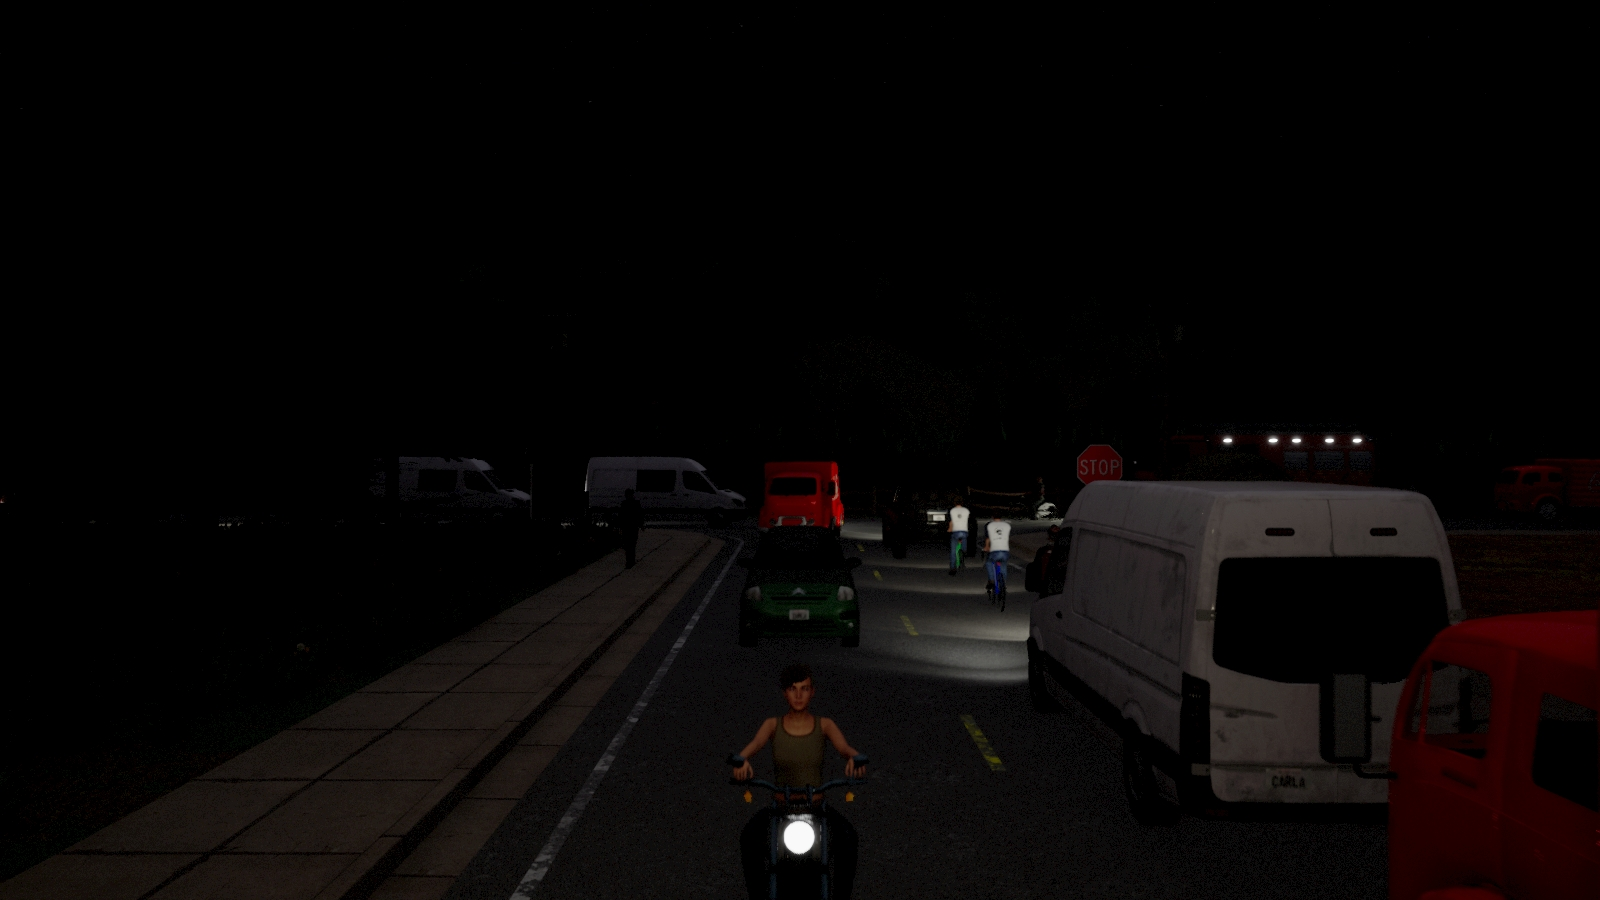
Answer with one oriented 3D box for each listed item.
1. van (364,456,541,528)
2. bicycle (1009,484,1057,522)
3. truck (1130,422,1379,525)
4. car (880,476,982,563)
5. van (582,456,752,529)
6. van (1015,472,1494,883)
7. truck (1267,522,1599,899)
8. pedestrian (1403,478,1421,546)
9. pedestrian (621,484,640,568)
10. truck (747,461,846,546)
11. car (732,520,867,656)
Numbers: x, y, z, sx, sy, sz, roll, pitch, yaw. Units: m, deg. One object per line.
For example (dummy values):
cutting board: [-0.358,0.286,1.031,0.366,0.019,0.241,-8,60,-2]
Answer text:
van: [-12.725,1.525,42.084,5.915,2.561,1.988,0,0,3]
bicycle: [9.081,2.053,44.546,1.835,1.471,0.329,0,0,3]
truck: [17.395,0.882,44.156,8.468,3.827,2.891,0,0,3]
car: [3.468,1.799,31.371,2.150,2.045,5.566,0,0,0]
van: [-4.797,1.527,41.710,5.915,2.561,1.988,0,0,3]
van: [3.522,1.542,10.413,1.988,2.561,5.915,0,0,0]
truck: [3.500,1.570,2.747,2.627,2.467,5.204,0,0,0]
pedestrian: [16.886,1.696,31.531,0.375,1.860,0.375,0,0,38]
pedestrian: [-3.820,1.710,25.733,0.375,1.860,0.375,0,0,-1]
truck: [-0.005,1.592,36.027,2.627,2.467,5.204,0,0,5]
car: [-0.005,2.011,17.637,1.851,1.617,3.988,0,0,0]
